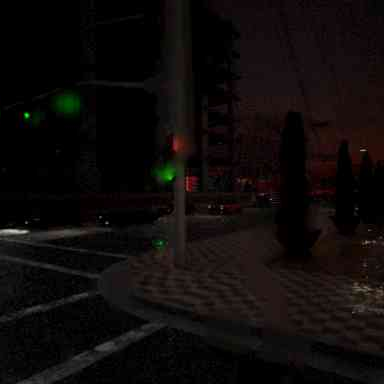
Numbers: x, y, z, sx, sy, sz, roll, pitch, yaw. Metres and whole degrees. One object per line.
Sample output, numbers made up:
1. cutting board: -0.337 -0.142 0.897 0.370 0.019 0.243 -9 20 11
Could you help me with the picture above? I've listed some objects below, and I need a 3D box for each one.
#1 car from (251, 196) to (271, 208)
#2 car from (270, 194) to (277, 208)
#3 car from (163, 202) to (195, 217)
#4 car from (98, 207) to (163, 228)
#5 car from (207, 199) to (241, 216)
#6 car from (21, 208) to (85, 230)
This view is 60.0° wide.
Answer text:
1. car: 11.109 1.798 52.481 1.812 1.442 4.674 -1 -1 36
2. car: 14.268 1.630 50.870 2.097 1.767 4.553 -1 -1 36
3. car: -1.654 1.756 34.955 1.882 1.535 5.008 -1 0 36
4. car: -4.630 1.836 24.852 1.895 1.301 4.718 -1 -1 36
5. car: 3.529 1.585 36.152 2.097 1.767 4.553 -1 -1 36
6. car: -9.804 1.847 23.666 1.994 1.385 4.181 -1 -1 36
